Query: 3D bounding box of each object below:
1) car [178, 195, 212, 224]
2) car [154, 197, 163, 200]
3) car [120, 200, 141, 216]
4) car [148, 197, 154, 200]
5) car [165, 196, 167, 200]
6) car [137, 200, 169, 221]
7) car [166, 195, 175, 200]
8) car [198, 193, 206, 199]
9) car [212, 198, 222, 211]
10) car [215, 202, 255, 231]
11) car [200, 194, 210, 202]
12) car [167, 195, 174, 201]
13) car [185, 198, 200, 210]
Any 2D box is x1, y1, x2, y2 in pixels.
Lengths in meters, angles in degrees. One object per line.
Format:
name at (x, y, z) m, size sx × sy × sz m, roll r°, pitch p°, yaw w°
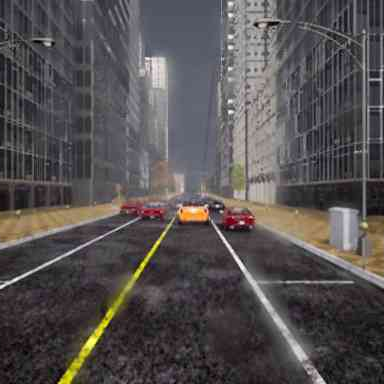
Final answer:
car at (0.104, 1.325, 24.339) m, size 2.097 × 1.767 × 4.553 m, roll 0°, pitch 0°, yaw 0°
car at (-5.682, 1.474, 48.696) m, size 1.887 × 1.381 × 4.507 m, roll 0°, pitch 0°, yaw 0°
car at (-5.684, 1.506, 31.618) m, size 1.887 × 1.381 × 4.507 m, roll 0°, pitch 0°, yaw 0°
car at (-5.684, 1.533, 37.311) m, size 1.802 × 1.307 × 4.206 m, roll 0°, pitch 0°, yaw 0°
car at (-5.682, 1.483, 54.389) m, size 1.947 × 1.339 × 4.313 m, roll 0°, pitch 0°, yaw 0°
car at (-2.997, 1.570, 27.185) m, size 1.895 × 1.301 × 4.718 m, roll 0°, pitch 0°, yaw 0°
car at (-5.677, 1.379, 88.545) m, size 2.008 × 1.369 × 4.403 m, roll 0°, pitch 0°, yaw 0°
car at (2.706, 1.126, 94.224) m, size 2.192 × 1.841 × 5.009 m, roll 0°, pitch 0°, yaw 0°
car at (2.697, 1.517, 37.302) m, size 1.947 × 1.339 × 4.313 m, roll 0°, pitch 0°, yaw 0°
car at (2.695, 1.524, 20.226) m, size 1.887 × 1.381 × 4.507 m, roll 0°, pitch 0°, yaw 0°
car at (2.702, 1.316, 71.456) m, size 1.967 × 1.590 × 4.097 m, roll 0°, pitch 0°, yaw 0°
car at (-5.677, 1.371, 82.682) m, size 1.752 × 1.417 × 4.829 m, roll 0°, pitch 0°, yaw 0°
car at (0.103, 1.467, 42.109) m, size 1.812 × 1.442 × 4.674 m, roll 0°, pitch 0°, yaw 0°
